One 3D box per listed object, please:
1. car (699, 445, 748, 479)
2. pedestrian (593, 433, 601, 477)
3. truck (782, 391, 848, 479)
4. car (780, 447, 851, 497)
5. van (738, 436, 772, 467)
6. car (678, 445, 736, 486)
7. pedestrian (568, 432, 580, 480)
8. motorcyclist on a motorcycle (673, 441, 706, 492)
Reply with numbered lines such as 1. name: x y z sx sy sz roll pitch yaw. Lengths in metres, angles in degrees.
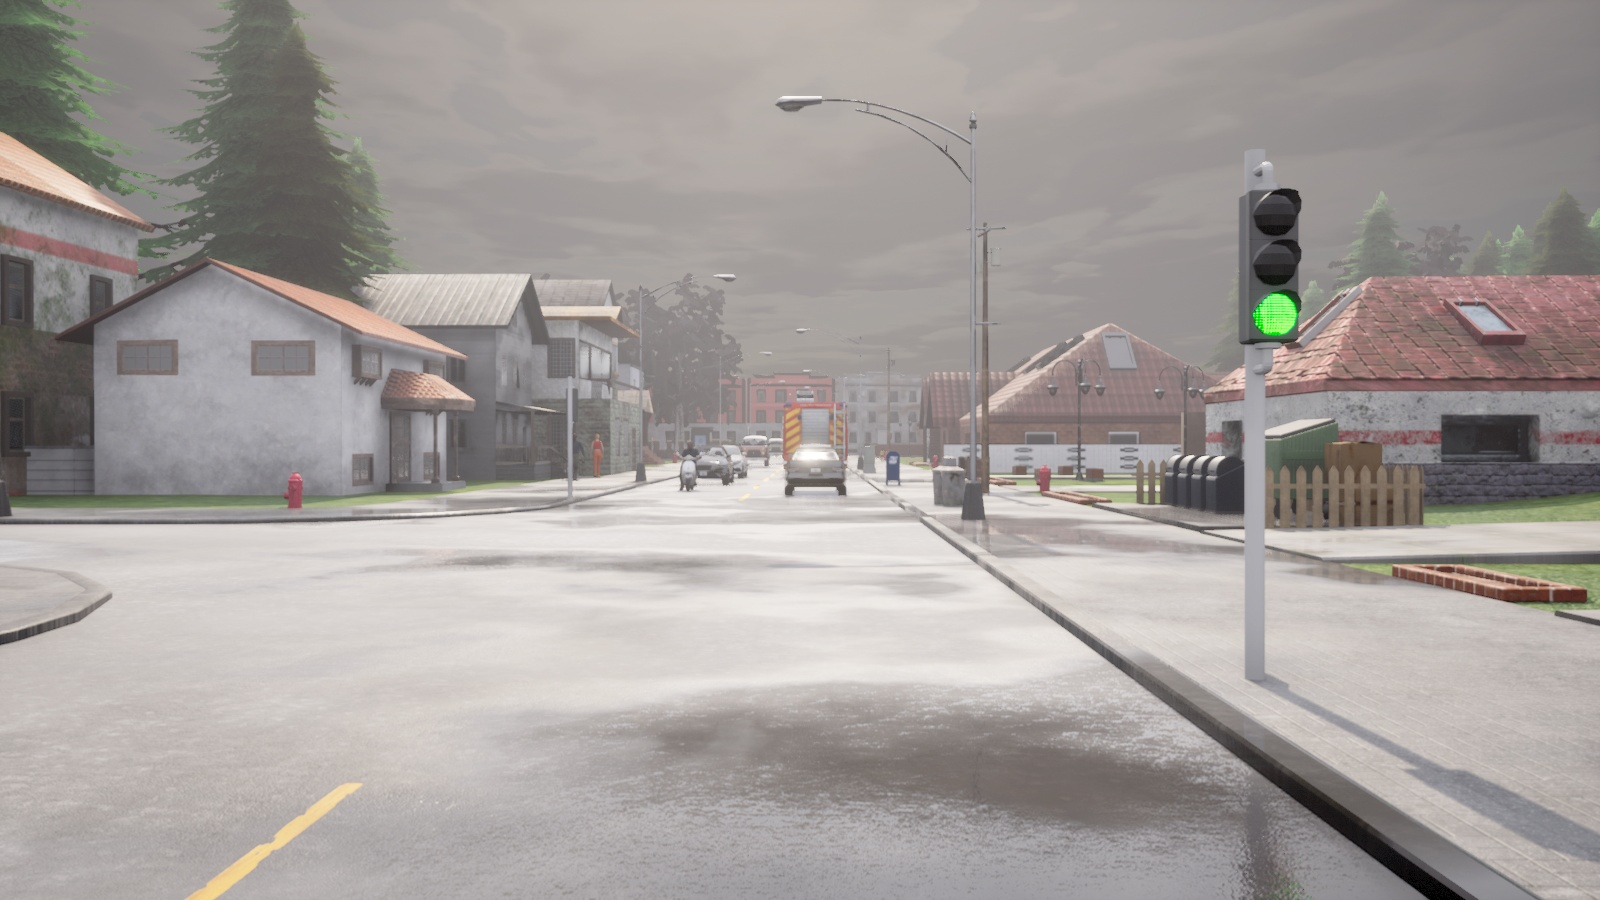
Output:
1. car: -3.331 0.517 55.650 1.812 1.442 4.674 0 0 1
2. pedestrian: -8.511 0.211 52.649 0.345 1.836 0.594 0 0 -9
3. truck: 0.714 -0.686 59.163 2.891 3.827 8.468 0 0 1
4. car: 0.466 0.621 38.222 2.033 1.411 5.357 0 0 1
5. van: -2.994 0.087 83.856 2.069 2.038 4.480 0 0 1
6. car: -3.433 0.545 46.898 1.816 1.474 4.193 0 0 1
7. pedestrian: -8.687 0.230 48.277 0.370 1.835 0.726 0 0 -2
8. motorcyclist on a motorcycle: -3.520 0.515 40.187 0.866 1.590 1.817 0 0 0
